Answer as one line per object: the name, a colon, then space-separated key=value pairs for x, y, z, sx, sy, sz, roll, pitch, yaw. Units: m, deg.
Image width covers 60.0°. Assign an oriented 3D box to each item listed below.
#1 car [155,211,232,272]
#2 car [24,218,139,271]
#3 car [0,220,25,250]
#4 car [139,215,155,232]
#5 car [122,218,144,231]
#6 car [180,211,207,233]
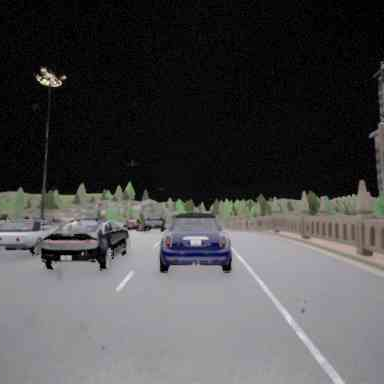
car: x=0.109 y=1.497 z=11.407 sx=2.097 sy=1.767 sz=4.553 roll=0 pitch=-2 yaw=0
car: x=-3.391 y=1.636 z=11.396 sx=2.128 sy=1.511 sz=4.902 roll=0 pitch=-2 yaw=0
car: x=-6.888 y=1.848 z=14.298 sx=1.895 sy=1.301 sz=4.718 roll=0 pitch=-2 yaw=0
car: x=-3.376 y=2.980 z=31.324 sx=2.128 sy=1.511 sz=4.902 roll=0 pitch=-6 yaw=0
car: x=-6.869 y=3.878 z=39.164 sx=1.812 sy=1.442 sz=4.674 roll=0 pitch=-6 yaw=0
car: x=0.122 y=2.588 z=28.816 sx=2.097 sy=1.767 sz=4.553 roll=0 pitch=-5 yaw=0
